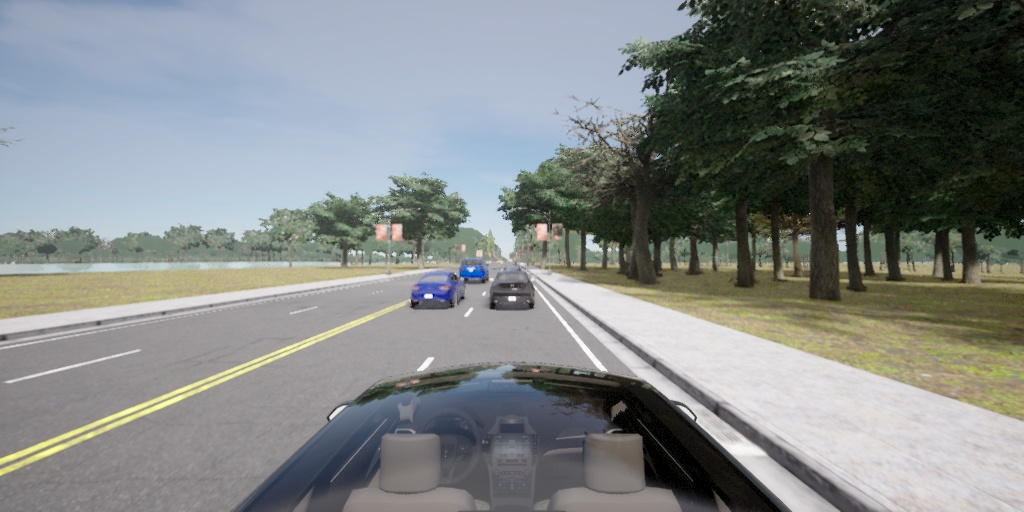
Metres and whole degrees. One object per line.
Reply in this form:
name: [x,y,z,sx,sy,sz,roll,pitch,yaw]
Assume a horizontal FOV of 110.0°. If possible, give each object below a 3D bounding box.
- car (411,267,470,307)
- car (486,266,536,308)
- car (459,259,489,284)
car: [-3.233,1.415,16.242,1.812,1.442,4.674,0,0,0]
car: [0.016,1.397,16.162,1.837,1.490,4.892,0,0,0]
car: [-3.226,1.246,30.899,2.150,2.045,5.566,0,0,0]
